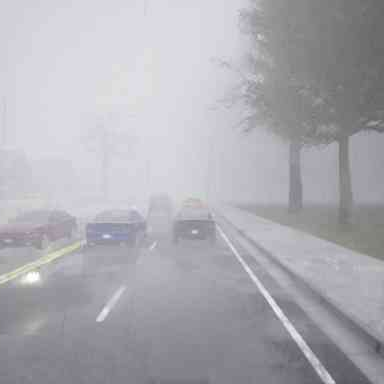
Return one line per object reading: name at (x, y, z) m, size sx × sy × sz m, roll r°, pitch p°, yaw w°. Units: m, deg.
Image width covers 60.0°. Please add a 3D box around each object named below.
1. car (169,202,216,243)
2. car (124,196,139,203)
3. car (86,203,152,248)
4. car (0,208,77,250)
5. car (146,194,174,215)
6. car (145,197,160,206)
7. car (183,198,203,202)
car at (0.103, 1.481, 16.098) m, size 1.882 × 1.535 × 5.008 m, roll 0°, pitch 0°, yaw 0°
car at (-9.811, 1.507, 53.894) m, size 1.837 × 1.490 × 4.892 m, roll 0°, pitch 0°, yaw 0°
car at (-3.147, 1.481, 14.753) m, size 1.882 × 1.535 × 5.008 m, roll 0°, pitch 0°, yaw 0°
car at (-6.599, 1.480, 14.458) m, size 1.882 × 1.535 × 5.008 m, roll 0°, pitch 0°, yaw 0°
car at (-3.146, 1.228, 34.188) m, size 2.150 × 2.045 × 5.566 m, roll 0°, pitch 0°, yaw 0°
car at (-6.552, 1.565, 55.926) m, size 1.994 × 1.385 × 4.181 m, roll 0°, pitch 0°, yaw 0°
car at (0.103, 1.359, 34.461) m, size 2.097 × 1.767 × 4.553 m, roll 0°, pitch 0°, yaw 0°
